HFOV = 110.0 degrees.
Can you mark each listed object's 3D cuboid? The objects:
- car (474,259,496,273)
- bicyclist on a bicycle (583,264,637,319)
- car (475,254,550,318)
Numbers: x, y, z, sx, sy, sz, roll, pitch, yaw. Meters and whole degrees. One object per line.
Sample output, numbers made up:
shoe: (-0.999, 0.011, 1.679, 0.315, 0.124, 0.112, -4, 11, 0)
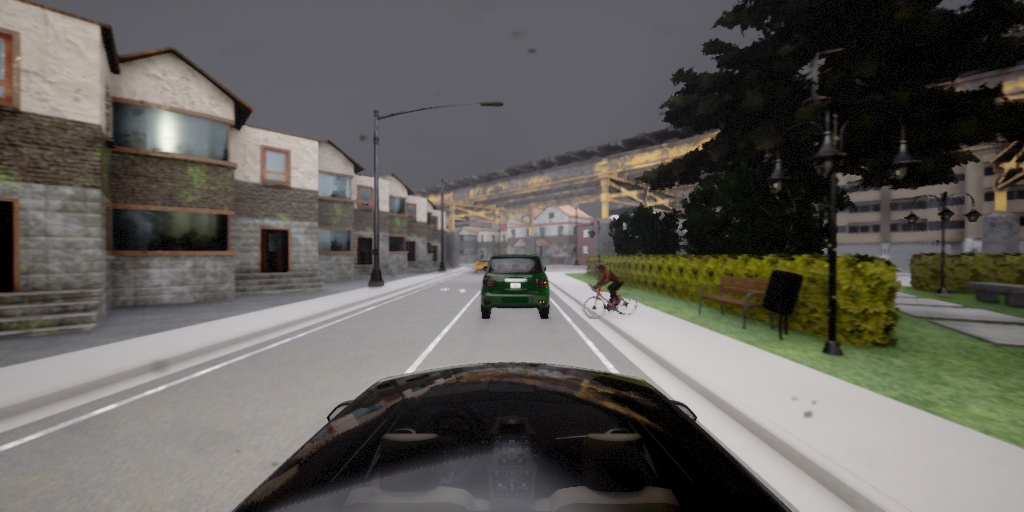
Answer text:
car: (-3.058, 1.117, 41.391, 1.882, 1.535, 5.008, 0, 0, 4)
bicyclist on a bicycle: (2.927, 1.062, 10.873, 1.656, 1.620, 0.582, -6, 0, 0)
car: (0.102, 0.940, 12.972, 2.150, 2.045, 5.566, 0, 0, 0)
